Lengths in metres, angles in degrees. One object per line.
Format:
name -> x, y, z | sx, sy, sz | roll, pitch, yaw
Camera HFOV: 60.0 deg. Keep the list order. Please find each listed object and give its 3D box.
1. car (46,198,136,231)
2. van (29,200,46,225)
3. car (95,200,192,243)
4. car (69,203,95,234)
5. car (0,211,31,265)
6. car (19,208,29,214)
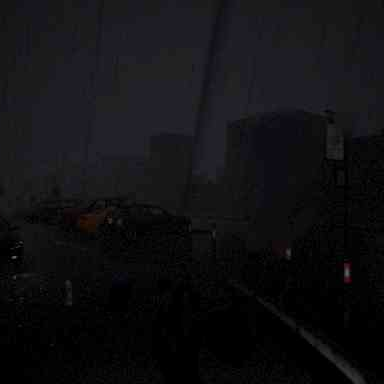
car -> -5.986, 1.396, 21.446 | 5.566, 2.045, 2.435 | 0, -1, -40
van -> -10.001, 1.552, 26.159 | 4.442, 1.987, 1.878 | 0, -1, -40
car -> -2.175, 1.431, 16.871 | 4.553, 1.767, 2.185 | 0, -1, -40
car -> -4.097, 1.602, 19.218 | 5.008, 1.535, 2.097 | 0, -1, -40
car -> -7.083, 1.545, 11.262 | 1.882, 1.535, 5.008 | 0, -1, -37
car -> -11.867, 1.725, 28.553 | 4.553, 1.767, 2.185 | 0, -2, -40
